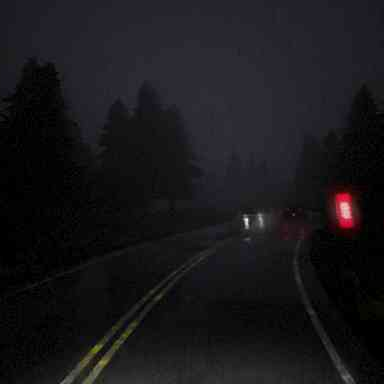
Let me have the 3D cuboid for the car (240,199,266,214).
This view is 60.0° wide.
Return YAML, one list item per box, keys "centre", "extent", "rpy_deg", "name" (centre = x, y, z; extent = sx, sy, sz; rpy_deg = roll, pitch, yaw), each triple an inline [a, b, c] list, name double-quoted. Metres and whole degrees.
- centre: [6.294, 1.546, 35.923]
  extent: [1.837, 1.490, 4.892]
  rpy_deg: [1, 0, 0]
  name: "car"

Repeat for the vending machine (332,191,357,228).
- centre: [9.273, 1.071, 20.182]
  extent: [1.100, 2.100, 0.880]
  rpy_deg: [-8, -8, 26]
  name: "vending machine"

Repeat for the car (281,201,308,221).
- centre: [8.223, 1.494, 26.816]
  extent: [2.128, 1.511, 4.902]
  rpy_deg: [-1, -1, 17]
  name: "car"

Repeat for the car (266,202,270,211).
- centre: [8.739, 1.756, 44.276]
  extent: [1.812, 1.442, 4.674]
  rpy_deg: [2, -2, -12]
  name: "car"
